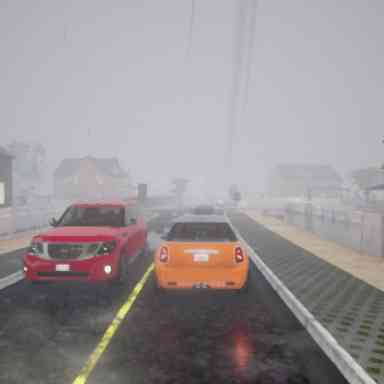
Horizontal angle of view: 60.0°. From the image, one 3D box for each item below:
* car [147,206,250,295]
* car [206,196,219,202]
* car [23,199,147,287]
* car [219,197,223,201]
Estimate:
[{"bbox_3d":[0.253,1.392,9.021,2.097,1.767,4.553,0,0,2],"label":"car"},{"bbox_3d":[4.691,1.705,79.956,2.097,1.767,4.553,0,0,10],"label":"car"},{"bbox_3d":[-2.670,1.264,9.828,2.150,2.045,5.566,0,0,2],"label":"car"},{"bbox_3d":[7.682,1.960,94.956,1.895,1.301,4.718,0,0,12],"label":"car"}]
